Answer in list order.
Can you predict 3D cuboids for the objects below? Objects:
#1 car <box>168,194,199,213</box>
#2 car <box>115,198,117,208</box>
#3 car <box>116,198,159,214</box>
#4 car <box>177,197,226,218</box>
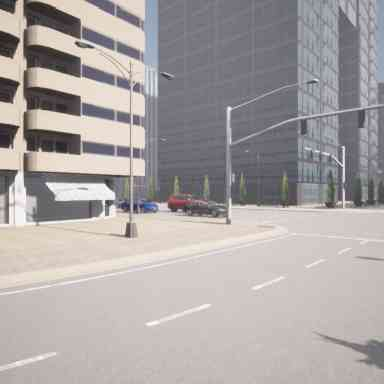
[{"bbox_3d":[-0.255,1.277,36.912,5.566,2.045,2.150,0,0,40],"label":"car"},{"bbox_3d":[-10.438,1.554,45.635,4.892,1.490,1.837,2,1,41],"label":"car"},{"bbox_3d":[-5.854,1.533,37.102,5.008,1.535,1.882,0,0,41],"label":"car"},{"bbox_3d":[1.366,1.546,30.925,4.902,1.511,2.128,0,0,41],"label":"car"}]
